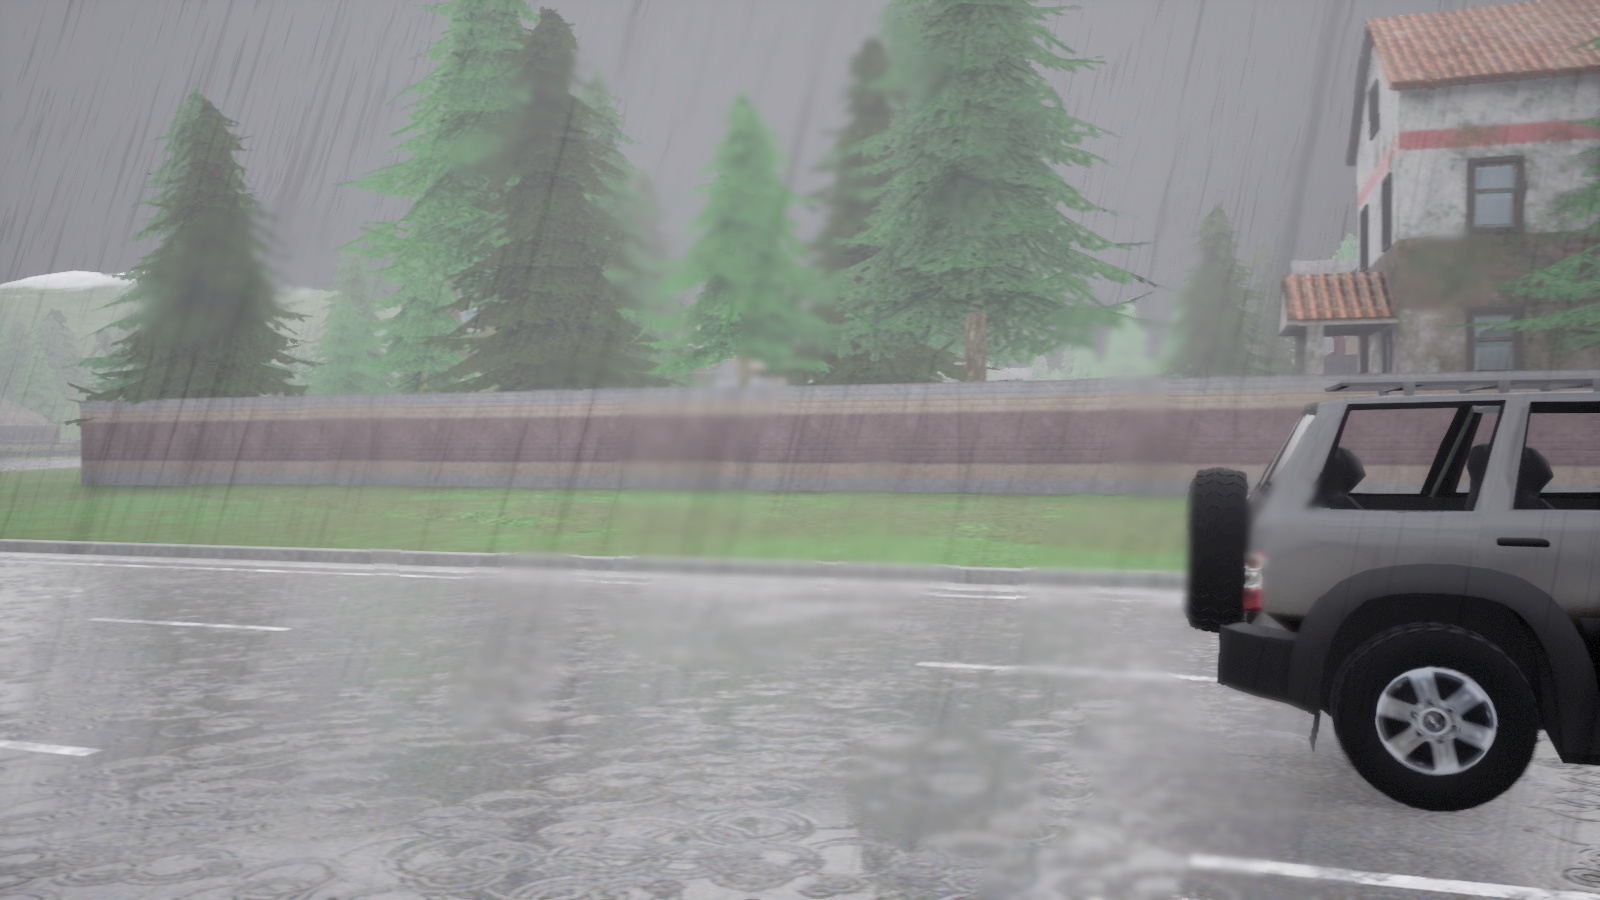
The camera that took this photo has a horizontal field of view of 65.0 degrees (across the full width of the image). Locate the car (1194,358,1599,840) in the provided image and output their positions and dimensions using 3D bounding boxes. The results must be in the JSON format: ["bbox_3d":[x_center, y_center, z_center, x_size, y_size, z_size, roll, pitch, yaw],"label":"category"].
[{"bbox_3d":[4.161,0.566,5.484,4.605,1.855,1.932,0,1,19],"label":"car"}]
